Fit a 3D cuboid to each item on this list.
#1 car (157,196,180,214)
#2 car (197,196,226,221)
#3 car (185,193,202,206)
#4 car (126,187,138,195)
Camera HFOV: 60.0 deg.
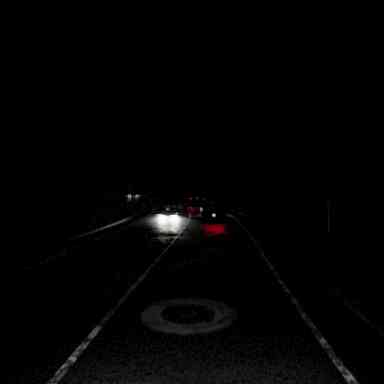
[{"bbox_3d":[-2.240,1.183,31.557,2.128,1.511,4.902,0,1,-3],"label":"car"},{"bbox_3d":[1.530,1.306,24.965,1.837,1.490,4.892,0,0,1],"label":"car"},{"bbox_3d":[0.331,0.869,42.722,2.097,1.767,4.553,1,1,-8],"label":"car"},{"bbox_3d":[-13.163,-0.273,71.816,1.812,1.442,4.674,1,2,-28],"label":"car"}]
